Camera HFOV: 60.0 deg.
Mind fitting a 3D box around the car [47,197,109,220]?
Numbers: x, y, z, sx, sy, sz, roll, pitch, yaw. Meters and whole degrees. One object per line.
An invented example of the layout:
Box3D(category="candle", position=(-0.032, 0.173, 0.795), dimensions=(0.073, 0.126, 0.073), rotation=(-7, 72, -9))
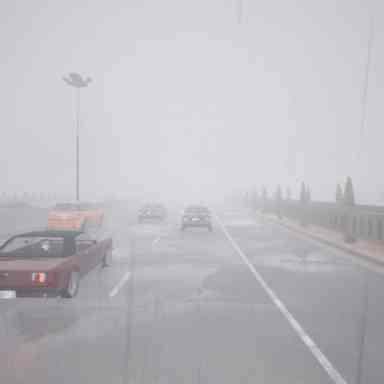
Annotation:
Box3D(category="car", position=(-6.696, 1.353, 19.645), dimensions=(2.097, 1.767, 4.553), rotation=(0, 0, 1))

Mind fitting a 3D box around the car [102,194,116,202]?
Box3D(category="car", position=(-19.158, 1.368, 77.102), dimensions=(2.097, 1.767, 4.553), rotation=(0, 0, 2))

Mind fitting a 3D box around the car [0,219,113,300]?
Box3D(category="car", position=(-3.380, 1.601, 8.360), dimensions=(1.895, 1.301, 4.718), rotation=(0, 0, 0))

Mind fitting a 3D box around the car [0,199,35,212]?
Box3D(category="car", position=(-13.759, 1.507, 25.287), dimensions=(1.837, 1.490, 4.892), rotation=(0, 0, 2))

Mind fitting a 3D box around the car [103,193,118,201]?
Box3D(category="car", position=(-16.001, 1.226, 65.353), dimensions=(2.150, 2.045, 5.566), rotation=(0, 0, 2))

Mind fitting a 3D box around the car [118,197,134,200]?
Box3D(category="car", position=(-12.513, 1.603, 64.921), dimensions=(1.895, 1.301, 4.718), rotation=(0, 0, 2))

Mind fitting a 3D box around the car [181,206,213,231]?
Box3D(category="car", position=(0.323, 1.548, 20.790), dimensions=(2.033, 1.411, 5.357), rotation=(0, 0, 1))

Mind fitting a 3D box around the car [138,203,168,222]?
Box3D(category="car", position=(-3.026, 1.549, 26.379), dimensions=(2.033, 1.411, 5.357), rotation=(0, 0, 2))
